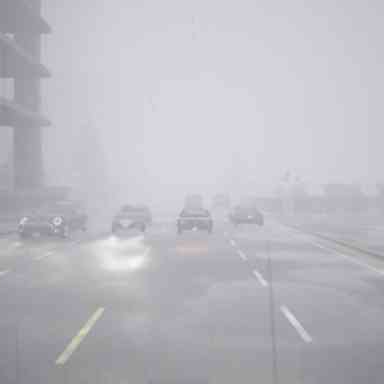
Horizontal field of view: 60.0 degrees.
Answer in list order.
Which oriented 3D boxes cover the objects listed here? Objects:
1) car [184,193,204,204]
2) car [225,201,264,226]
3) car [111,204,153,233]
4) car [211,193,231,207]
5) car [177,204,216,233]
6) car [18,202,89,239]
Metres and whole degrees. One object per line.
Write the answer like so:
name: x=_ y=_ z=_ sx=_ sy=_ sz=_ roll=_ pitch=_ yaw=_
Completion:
car: x=0.213 y=1.184 z=39.656 sx=2.150 sy=2.045 sz=5.566 roll=0 pitch=0 yaw=0
car: x=3.672 y=1.541 z=23.173 sx=1.994 sy=1.385 sz=4.181 roll=0 pitch=0 yaw=0
car: x=-3.444 y=1.473 z=19.742 sx=2.128 sy=1.511 sz=4.902 roll=0 pitch=0 yaw=0
car: x=3.727 y=1.178 z=42.480 sx=2.150 sy=2.045 sz=5.566 roll=0 pitch=0 yaw=0
car: x=0.159 y=1.581 z=19.284 sx=1.895 sy=1.301 sz=4.718 roll=0 pitch=0 yaw=0
car: x=-6.967 y=1.334 z=17.225 sx=2.097 sy=1.767 sz=4.553 roll=0 pitch=0 yaw=1
